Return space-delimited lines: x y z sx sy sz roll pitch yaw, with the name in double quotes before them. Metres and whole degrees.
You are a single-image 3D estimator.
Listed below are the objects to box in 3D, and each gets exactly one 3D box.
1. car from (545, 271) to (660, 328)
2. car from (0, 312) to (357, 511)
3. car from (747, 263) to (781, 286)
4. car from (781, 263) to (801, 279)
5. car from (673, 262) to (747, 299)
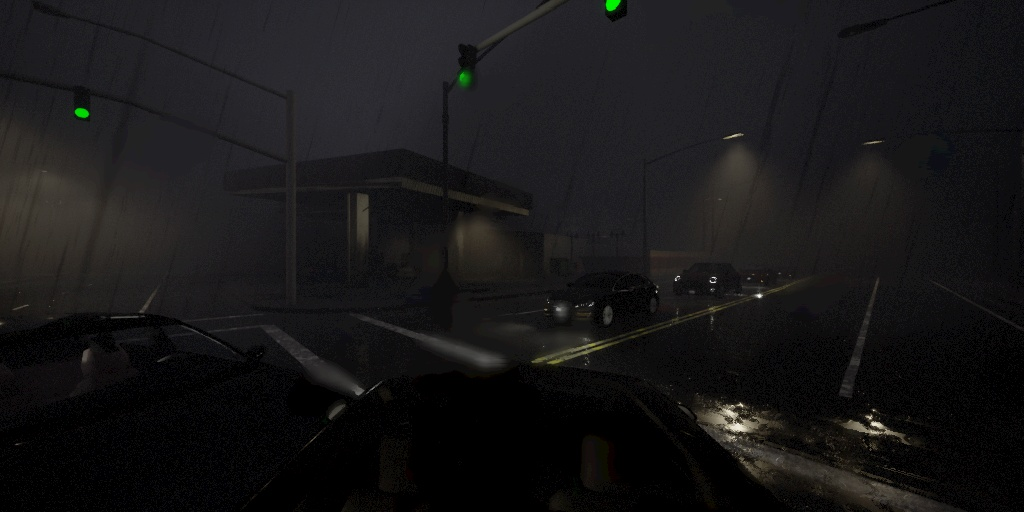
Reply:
"car" 3.083 1.255 11.615 4.892 1.490 1.837 0 0 -44
"car" -3.375 1.242 2.708 4.902 1.511 2.128 0 0 16
"car" 17.087 1.314 25.129 4.181 1.385 1.994 0 0 -45
"car" 24.343 1.314 32.057 4.181 1.385 1.994 0 0 -44
"car" 10.041 1.102 18.340 4.553 1.767 2.097 0 0 -44
